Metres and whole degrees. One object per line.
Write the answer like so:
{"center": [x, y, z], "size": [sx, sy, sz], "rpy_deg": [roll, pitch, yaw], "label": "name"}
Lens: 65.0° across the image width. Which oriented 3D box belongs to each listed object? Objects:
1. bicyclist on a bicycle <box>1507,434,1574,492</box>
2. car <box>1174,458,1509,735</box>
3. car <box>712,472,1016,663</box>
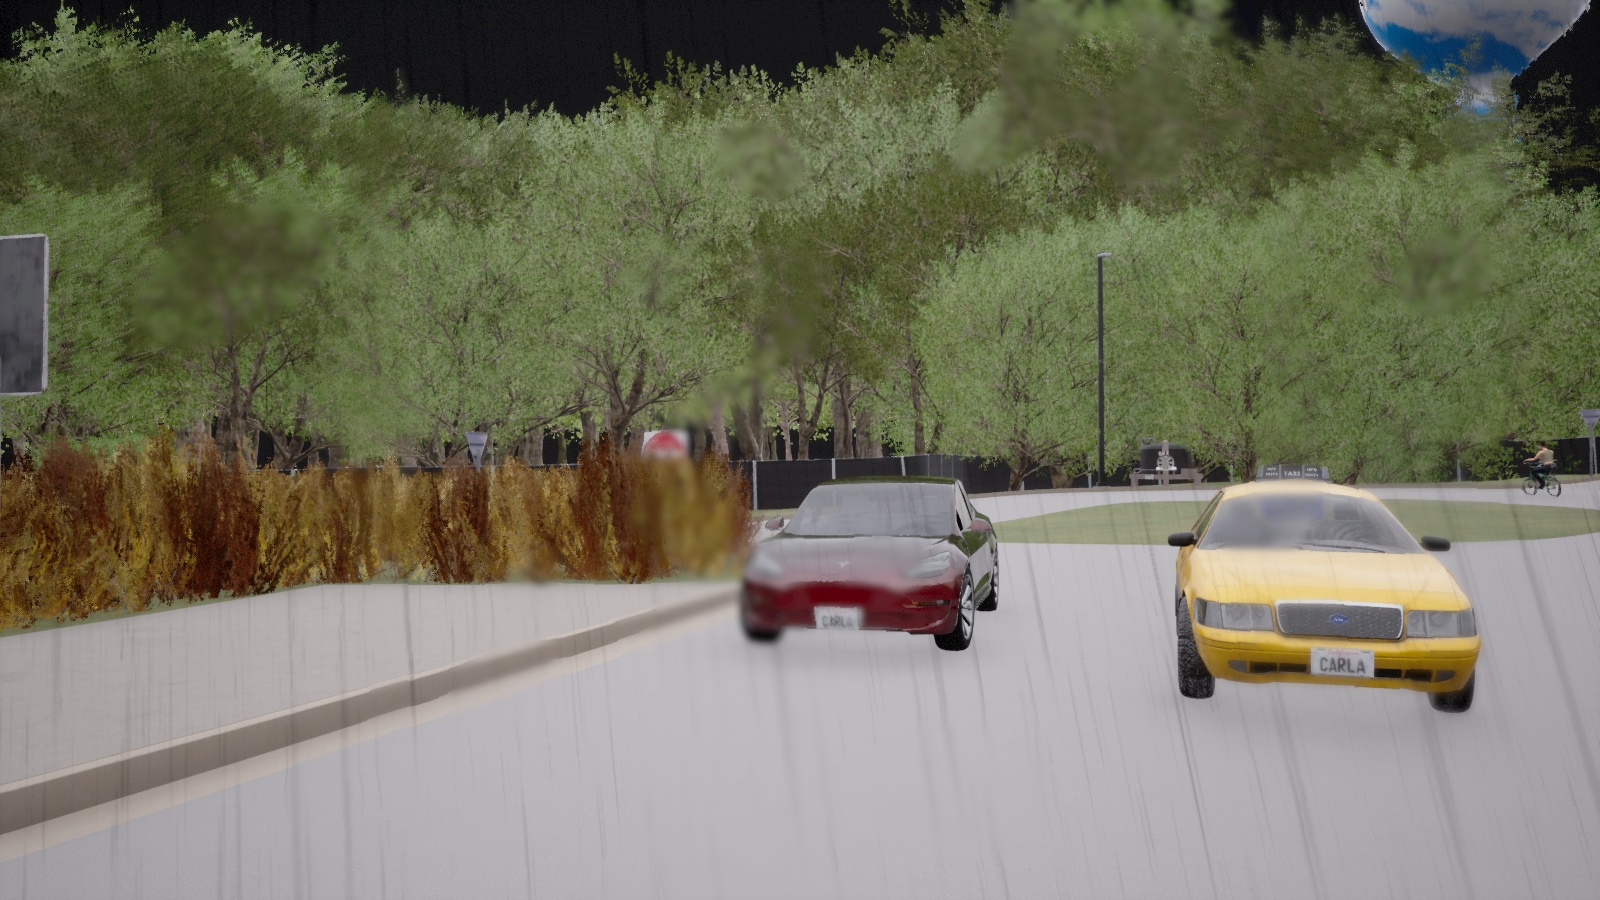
{"center": [21.324, 0.372, 36.204], "size": [0.866, 1.612, 1.509], "rpy_deg": [-2, 0, -8], "label": "bicyclist on a bicycle"}
{"center": [3.950, 0.863, 10.039], "size": [1.801, 1.575, 5.366], "rpy_deg": [0, 0, 16], "label": "car"}
{"center": [0.887, 0.986, 12.515], "size": [2.163, 1.488, 4.792], "rpy_deg": [-1, -1, 13], "label": "car"}
